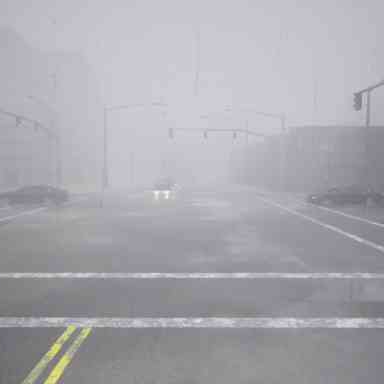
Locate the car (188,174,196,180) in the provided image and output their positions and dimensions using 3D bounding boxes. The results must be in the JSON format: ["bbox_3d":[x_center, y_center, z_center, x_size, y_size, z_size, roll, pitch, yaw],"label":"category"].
[{"bbox_3d":[0.019,-3.701,80.733,2.033,1.411,5.357,0,4,0],"label":"car"}]

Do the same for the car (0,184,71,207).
[{"bbox_3d":[-10.935,0.224,22.958,4.892,1.490,1.837,0,4,0],"label":"car"}]

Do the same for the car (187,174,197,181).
[{"bbox_3d":[0.016,-2.975,70.906,1.994,1.385,4.181,0,4,0],"label":"car"}]

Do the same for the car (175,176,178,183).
[{"bbox_3d":[-3.583,-1.694,51.338,1.837,1.490,4.892,0,4,0],"label":"car"}]

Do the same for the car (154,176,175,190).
[{"bbox_3d":[-3.588,-0.965,41.432,1.994,1.385,4.181,0,4,0],"label":"car"}]

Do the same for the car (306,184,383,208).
[{"bbox_3d":[10.380,0.233,22.829,4.892,1.490,1.837,0,4,0],"label":"car"}]

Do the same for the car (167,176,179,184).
[{"bbox_3d":[-3.552,-2.281,61.457,1.895,1.301,4.718,0,4,0],"label":"car"}]
